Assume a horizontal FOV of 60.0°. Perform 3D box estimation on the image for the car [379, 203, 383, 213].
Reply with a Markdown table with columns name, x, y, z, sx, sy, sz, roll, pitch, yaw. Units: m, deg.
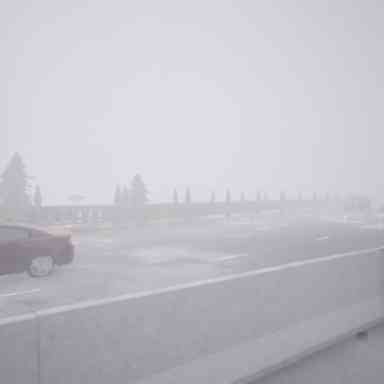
| name | x | y | z | sx | sy | sz | roll | pitch | yaw |
| --- | --- | --- | --- | --- | --- | --- | --- | --- | --- |
| car | 23.364 | 1.692 | 38.908 | 1.837 | 1.490 | 4.892 | 0 | 0 | 40 |

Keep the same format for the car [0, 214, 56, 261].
| name | x | y | z | sx | sy | sz | roll | pitch | yaw |
| --- | --- | --- | --- | --- | --- | --- | --- | --- | --- |
| car | -7.750 | 1.608 | 11.420 | 5.357 | 1.411 | 2.033 | 0 | 0 | -36 |

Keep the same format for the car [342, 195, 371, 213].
| name | x | y | z | sx | sy | sz | roll | pitch | yaw |
| --- | --- | --- | --- | --- | --- | --- | --- | --- | --- |
| car | 20.196 | 1.420 | 40.593 | 2.150 | 2.045 | 5.566 | 0 | 0 | 40 |

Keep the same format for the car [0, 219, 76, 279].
| name | x | y | z | sx | sy | sz | roll | pitch | yaw |
| --- | --- | --- | --- | --- | --- | --- | --- | --- | --- |
| car | -5.677 | 1.524 | 8.680 | 5.008 | 1.535 | 1.882 | 0 | 0 | -37 |
